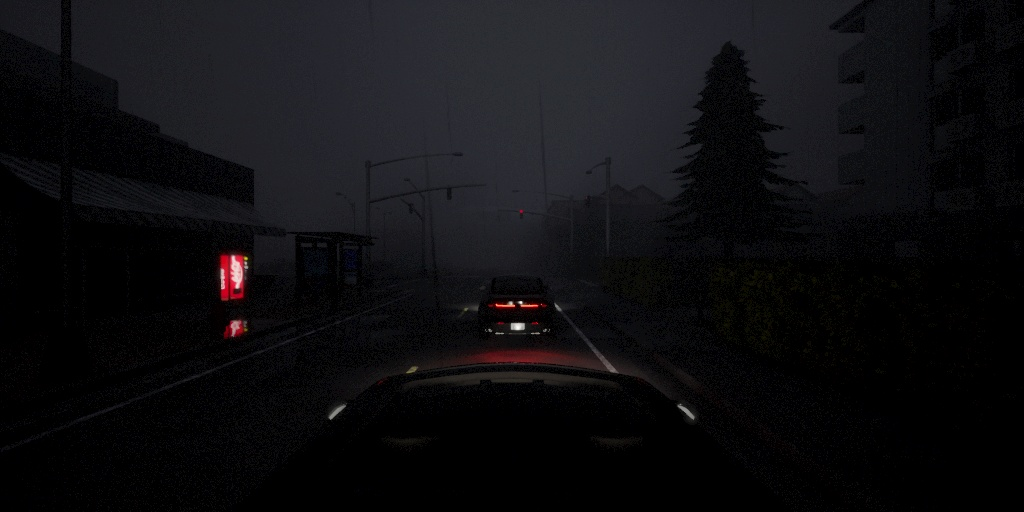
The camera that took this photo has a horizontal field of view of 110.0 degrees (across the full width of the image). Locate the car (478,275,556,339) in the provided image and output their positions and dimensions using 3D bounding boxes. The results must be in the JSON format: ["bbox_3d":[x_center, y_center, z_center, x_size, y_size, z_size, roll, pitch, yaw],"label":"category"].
[{"bbox_3d":[0.117,1.255,10.062,1.837,1.490,4.892,0,0,0],"label":"car"}]
